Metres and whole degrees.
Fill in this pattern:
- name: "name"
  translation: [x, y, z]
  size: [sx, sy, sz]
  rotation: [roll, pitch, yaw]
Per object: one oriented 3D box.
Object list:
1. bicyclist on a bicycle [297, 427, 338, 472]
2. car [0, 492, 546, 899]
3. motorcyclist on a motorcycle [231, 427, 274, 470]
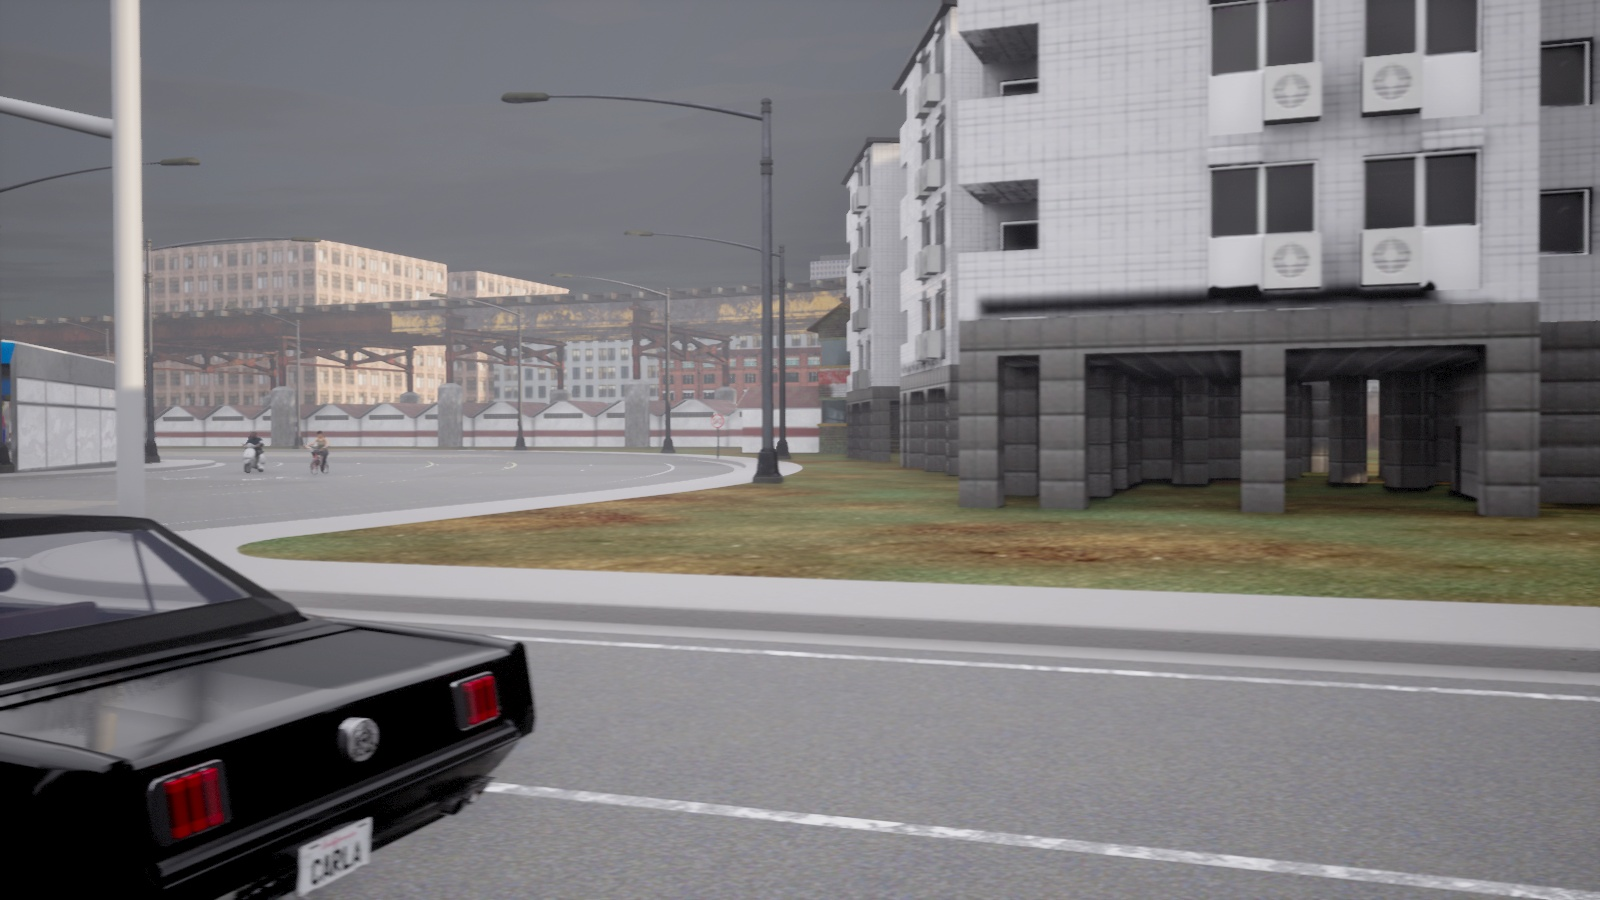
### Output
- name: "bicyclist on a bicycle"
  translation: [-17.432, -0.030, 45.420]
  size: [0.866, 1.612, 1.509]
  rotation: [0, 1, 2]
- name: "car"
  translation: [-3.438, 0.845, 4.333]
  size: [4.718, 1.301, 1.895]
  rotation: [1, 1, 19]
- name: "motorcyclist on a motorcycle"
  translation: [-20.912, -0.067, 47.996]
  size: [0.866, 1.590, 1.817]
  rotation: [0, 1, -2]
